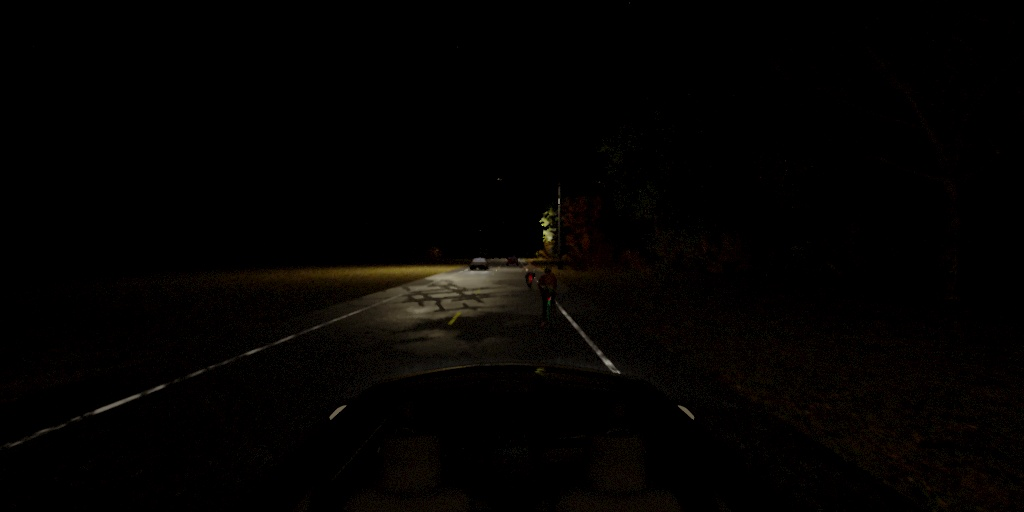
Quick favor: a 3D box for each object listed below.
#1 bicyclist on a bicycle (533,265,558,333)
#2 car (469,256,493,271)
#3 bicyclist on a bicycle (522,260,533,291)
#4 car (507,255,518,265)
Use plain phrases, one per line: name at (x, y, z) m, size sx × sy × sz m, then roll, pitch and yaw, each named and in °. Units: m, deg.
bicyclist on a bicycle at (0.961, 1.125, 9.532) m, size 0.582 × 1.620 × 1.656 m, roll 0°, pitch 0°, yaw 0°
car at (-3.588, 0.913, 40.217) m, size 2.033 × 1.411 × 5.357 m, roll 0°, pitch 1°, yaw 0°
bicyclist on a bicycle at (0.968, 1.013, 19.105) m, size 0.866 × 1.612 × 1.509 m, roll 0°, pitch 1°, yaw 0°
car at (0.079, 0.742, 57.301) m, size 2.033 × 1.411 × 5.357 m, roll 0°, pitch 1°, yaw 0°
